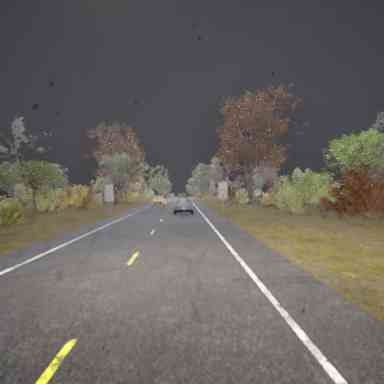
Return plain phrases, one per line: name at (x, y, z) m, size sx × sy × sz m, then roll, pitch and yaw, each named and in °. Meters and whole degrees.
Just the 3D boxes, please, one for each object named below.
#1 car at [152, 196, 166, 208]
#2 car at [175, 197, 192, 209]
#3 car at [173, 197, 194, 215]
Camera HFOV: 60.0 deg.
car at (-4.737, 1.315, 48.137) m, size 1.882 × 1.535 × 5.008 m, roll -1°, pitch 0°, yaw -2°
car at (-1.121, 1.397, 44.936) m, size 2.033 × 1.411 × 5.357 m, roll -1°, pitch 0°, yaw -1°
car at (-0.824, 1.441, 33.064) m, size 1.994 × 1.385 × 4.181 m, roll -1°, pitch 0°, yaw -1°
